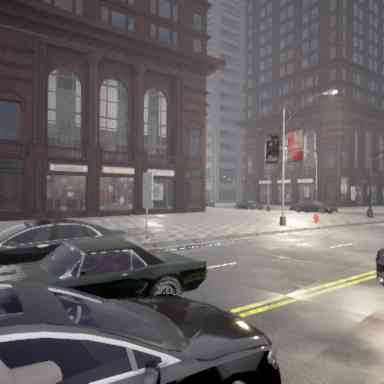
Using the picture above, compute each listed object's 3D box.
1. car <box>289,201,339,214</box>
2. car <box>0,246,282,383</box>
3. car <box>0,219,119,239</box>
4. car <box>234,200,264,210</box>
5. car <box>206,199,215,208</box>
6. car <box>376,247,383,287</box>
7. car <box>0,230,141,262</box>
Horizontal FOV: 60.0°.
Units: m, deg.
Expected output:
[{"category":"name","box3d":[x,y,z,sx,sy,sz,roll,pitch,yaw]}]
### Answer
[{"category":"car","box3d":[13.478,1.710,37.188,2.033,1.411,5.357,1,-1,-35]},{"category":"car","box3d":[-1.387,1.492,2.450,4.902,1.511,2.128,0,0,-36]},{"category":"car","box3d":[-4.059,1.506,8.773,4.892,1.490,1.837,1,0,-35]},{"category":"car","box3d":[7.721,1.772,45.289,1.994,1.385,4.181,1,-1,-35]},{"category":"car","box3d":[1.691,1.734,53.780,1.882,1.535,5.008,1,-1,-35]},{"category":"car","box3d":[6.227,1.511,7.874,4.892,1.490,1.837,0,0,-35]},{"category":"car","box3d":[-2.088,1.600,6.186,4.718,1.301,1.895,0,0,-35]}]
